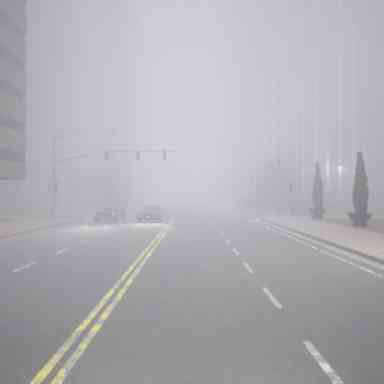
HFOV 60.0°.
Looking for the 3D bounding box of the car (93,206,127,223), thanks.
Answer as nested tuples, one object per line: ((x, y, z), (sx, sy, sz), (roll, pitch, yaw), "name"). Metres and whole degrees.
((-6.993, 1.873, 28.685), (1.895, 1.301, 4.718), (0, -1, 0), "car")

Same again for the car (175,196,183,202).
((-3.471, 2.075, 91.013), (2.150, 2.045, 5.566), (0, -1, 0), "car")

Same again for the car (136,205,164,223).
((-3.495, 1.837, 28.533), (1.994, 1.385, 4.181), (0, -1, 0), "car")
